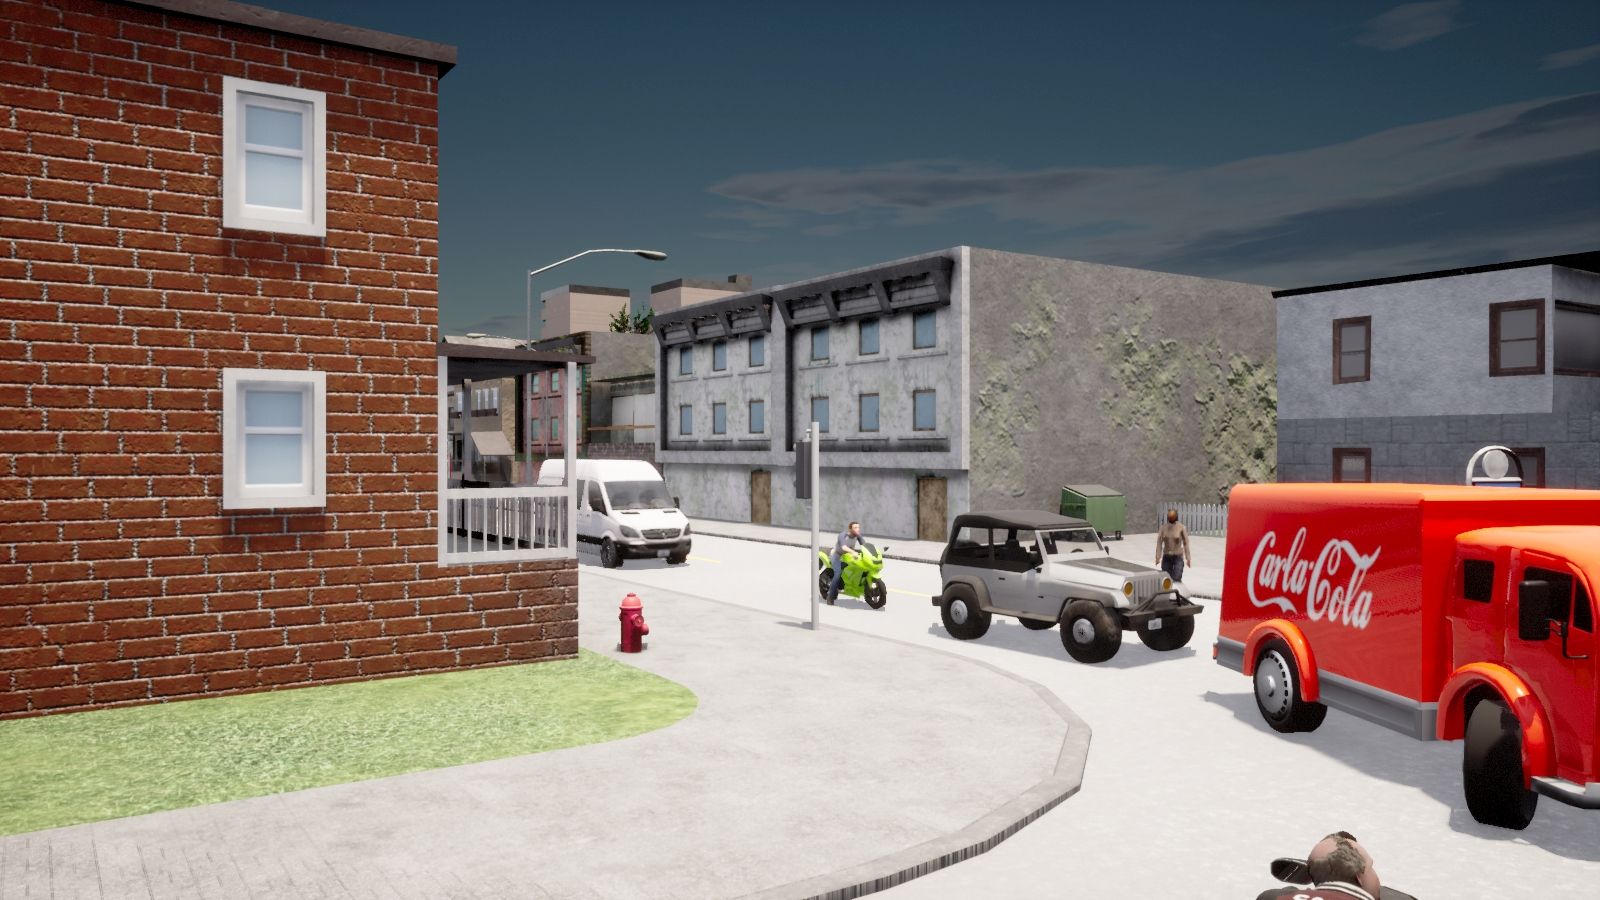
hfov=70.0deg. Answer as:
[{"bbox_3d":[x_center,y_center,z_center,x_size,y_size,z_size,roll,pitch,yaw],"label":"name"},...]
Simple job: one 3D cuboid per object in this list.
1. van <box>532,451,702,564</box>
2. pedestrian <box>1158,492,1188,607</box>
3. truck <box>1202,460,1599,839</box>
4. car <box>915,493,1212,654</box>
[{"bbox_3d":[-4.802,1.314,29.080,1.988,2.561,5.915,0,0,-34],"label":"van"},{"bbox_3d":[6.181,1.628,18.915,0.375,1.860,0.375,0,0,35],"label":"pedestrian"},{"bbox_3d":[6.068,1.348,10.311,2.627,2.467,5.204,0,0,-6],"label":"truck"},{"bbox_3d":[3.680,1.637,16.521,1.905,1.878,3.866,0,0,-36],"label":"car"}]
